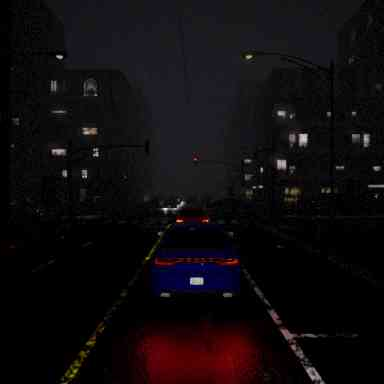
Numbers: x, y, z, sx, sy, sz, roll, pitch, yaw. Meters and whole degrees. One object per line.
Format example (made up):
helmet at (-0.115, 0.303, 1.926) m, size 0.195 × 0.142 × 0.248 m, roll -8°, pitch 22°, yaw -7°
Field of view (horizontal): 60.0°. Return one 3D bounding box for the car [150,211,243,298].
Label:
car at (0.094, 1.477, 8.554) m, size 1.882 × 1.535 × 5.008 m, roll 0°, pitch 0°, yaw 0°

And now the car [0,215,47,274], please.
car at (-5.750, 1.582, 9.759) m, size 1.802 × 1.307 × 4.206 m, roll 0°, pitch 0°, yaw 0°

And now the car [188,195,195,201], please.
car at (-0.097, 1.522, 90.366) m, size 1.882 × 1.535 × 5.008 m, roll 0°, pitch 0°, yaw 0°

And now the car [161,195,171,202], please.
car at (-5.771, 1.470, 74.513) m, size 1.967 × 1.590 × 4.097 m, roll 0°, pitch 0°, yaw 0°

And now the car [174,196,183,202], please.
car at (-3.086, 1.621, 78.483) m, size 1.895 × 1.301 × 4.718 m, roll 0°, pitch 0°, yaw 0°

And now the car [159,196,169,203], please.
car at (-5.765, 1.550, 68.660) m, size 1.752 × 1.417 × 4.829 m, roll 0°, pitch 0°, yaw 0°

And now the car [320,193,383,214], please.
car at (14.663, 1.029, 29.743) m, size 5.009 × 1.841 × 2.192 m, roll -1°, pitch 1°, yaw -1°

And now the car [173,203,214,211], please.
car at (0.079, 1.526, 17.894) m, size 1.812 × 1.442 × 4.674 m, roll 0°, pitch 0°, yaw 1°

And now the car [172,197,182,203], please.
car at (-3.084, 1.626, 68.144) m, size 1.895 × 1.301 × 4.718 m, roll 0°, pitch 0°, yaw 0°

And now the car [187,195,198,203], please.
car at (0.031, 1.374, 64.316) m, size 2.097 × 1.767 × 4.553 m, roll 0°, pitch 0°, yaw 0°

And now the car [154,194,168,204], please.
car at (-5.759, 1.336, 63.148) m, size 2.192 × 1.841 × 5.009 m, roll 0°, pitch 0°, yaw 0°

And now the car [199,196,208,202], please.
car at (2.610, 1.612, 74.524) m, size 1.802 × 1.307 × 4.206 m, roll 0°, pitch 0°, yaw 0°

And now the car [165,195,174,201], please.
car at (-5.783, 1.480, 85.878) m, size 1.967 × 1.590 × 4.097 m, roll 0°, pitch 0°, yaw 0°

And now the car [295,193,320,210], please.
car at (14.519, 1.014, 38.121) m, size 5.009 × 1.841 × 2.192 m, roll -1°, pitch 1°, yaw -1°

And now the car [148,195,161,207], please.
car at (-5.746, 1.580, 51.783) m, size 1.947 × 1.339 × 4.313 m, roll 0°, pitch 0°, yaw 0°

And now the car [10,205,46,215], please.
car at (-16.709, 1.888, 32.043) m, size 4.718 × 1.301 × 1.895 m, roll -1°, pitch 0°, yaw -1°

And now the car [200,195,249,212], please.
car at (3.599, 1.414, 35.443) m, size 4.892 × 1.490 × 1.837 m, roll -1°, pitch 0°, yaw -1°

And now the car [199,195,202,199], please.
car at (2.628, 1.458, 57.476) m, size 1.967 × 1.590 × 4.097 m, roll 0°, pitch 0°, yaw 0°

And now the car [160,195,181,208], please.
car at (-3.133, 1.560, 49.154) m, size 2.033 × 1.411 × 5.357 m, roll 0°, pitch 0°, yaw -1°

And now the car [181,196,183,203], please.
car at (-3.142, 1.370, 58.636) m, size 2.097 × 1.767 × 4.553 m, roll 0°, pitch 0°, yaw 0°
